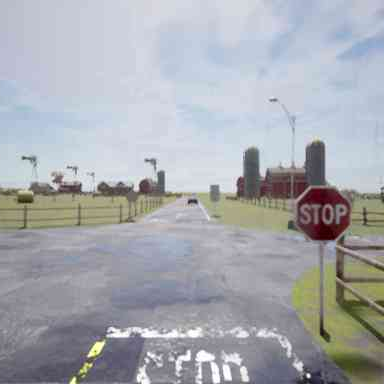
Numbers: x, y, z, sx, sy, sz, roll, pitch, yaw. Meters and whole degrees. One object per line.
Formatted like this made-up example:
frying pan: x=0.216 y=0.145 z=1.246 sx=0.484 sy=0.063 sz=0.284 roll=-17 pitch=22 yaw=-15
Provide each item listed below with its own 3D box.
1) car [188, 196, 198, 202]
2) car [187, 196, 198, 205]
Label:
car: x=0.184 y=1.481 z=71.872 sx=1.994 sy=1.385 sz=4.181 roll=0 pitch=0 yaw=0
car: x=0.157 y=1.559 z=61.449 sx=1.882 sy=1.535 sz=5.008 roll=0 pitch=0 yaw=0
